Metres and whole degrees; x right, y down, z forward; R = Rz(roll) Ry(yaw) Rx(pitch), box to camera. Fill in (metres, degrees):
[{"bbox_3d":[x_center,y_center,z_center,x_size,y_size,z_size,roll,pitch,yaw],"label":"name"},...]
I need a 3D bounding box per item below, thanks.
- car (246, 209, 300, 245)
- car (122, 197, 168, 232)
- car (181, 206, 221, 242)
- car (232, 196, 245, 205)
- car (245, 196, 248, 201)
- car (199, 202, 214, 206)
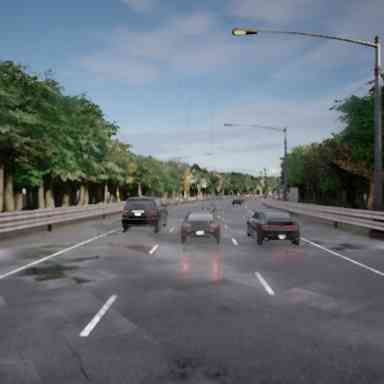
[{"bbox_3d":[3.809,1.605,16.146,1.837,1.490,4.892,0,0,2],"label":"car"},{"bbox_3d":[-2.868,1.352,21.148,2.150,2.045,5.566,0,0,3],"label":"car"},{"bbox_3d":[0.462,1.630,16.797,1.812,1.442,4.674,0,0,2],"label":"car"},{"bbox_3d":[9.594,1.904,70.327,1.837,1.490,4.892,0,0,10],"label":"car"},{"bbox_3d":[12.181,1.991,83.765,2.128,1.511,4.902,0,0,13],"label":"car"},{"bbox_3d":[1.547,1.754,34.768,2.033,1.411,5.357,0,0,5],"label":"car"}]
